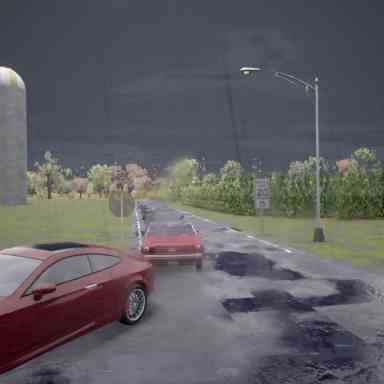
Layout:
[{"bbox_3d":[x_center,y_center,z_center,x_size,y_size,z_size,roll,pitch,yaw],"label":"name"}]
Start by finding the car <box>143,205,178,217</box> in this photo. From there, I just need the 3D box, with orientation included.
[{"bbox_3d":[-1.413,1.650,17.817,1.994,1.385,4.181,-1,0,-10],"label":"car"}]

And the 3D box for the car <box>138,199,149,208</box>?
[{"bbox_3d":[-4.588,1.711,35.939,2.033,1.411,5.357,-1,0,-10],"label":"car"}]

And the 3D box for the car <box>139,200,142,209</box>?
[{"bbox_3d":[-3.501,1.702,29.871,1.994,1.385,4.181,-1,0,-10],"label":"car"}]

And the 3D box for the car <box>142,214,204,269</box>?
[{"bbox_3d":[-0.709,1.664,11.370,1.895,1.301,4.718,-1,0,-5],"label":"car"}]

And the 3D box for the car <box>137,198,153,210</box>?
[{"bbox_3d":[-6.945,1.713,48.654,2.128,1.511,4.902,-1,0,-11],"label":"car"}]

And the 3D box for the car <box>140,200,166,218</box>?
[{"bbox_3d":[-2.376,1.601,23.452,2.128,1.511,4.902,-1,0,-10],"label":"car"}]

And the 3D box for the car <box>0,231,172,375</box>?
[{"bbox_3d":[-2.370,1.557,5.056,1.812,1.442,4.674,0,-1,29],"label":"car"}]
